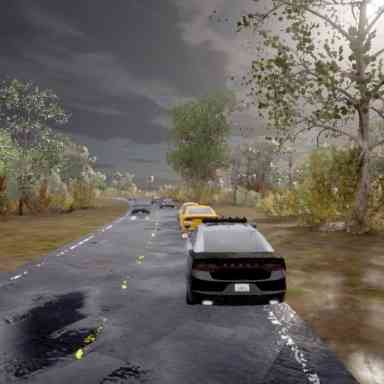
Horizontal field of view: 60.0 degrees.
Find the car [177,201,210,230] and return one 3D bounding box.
[{"bbox_3d":[0.317,1.477,18.210,1.882,1.535,5.008,0,0,-4],"label":"car"}]

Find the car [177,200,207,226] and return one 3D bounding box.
[{"bbox_3d":[-0.135,1.453,24.431,1.801,1.575,5.366,0,0,-5],"label":"car"}]

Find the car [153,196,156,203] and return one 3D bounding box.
[{"bbox_3d":[-6.803,1.519,63.511,1.812,1.442,4.674,0,0,-12],"label":"car"}]

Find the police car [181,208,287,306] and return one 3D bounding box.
[{"bbox_3d":[0.776,1.425,8.251,1.930,1.638,5.238,0,0,-2],"label":"police car"}]

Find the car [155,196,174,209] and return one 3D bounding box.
[{"bbox_3d":[-3.567,1.543,46.150,2.033,1.411,5.357,0,0,-9],"label":"car"}]

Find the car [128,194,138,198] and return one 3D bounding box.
[{"bbox_3d":[-14.118,1.345,79.991,2.097,1.767,4.553,0,0,-16],"label":"car"}]

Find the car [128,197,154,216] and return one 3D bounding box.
[{"bbox_3d":[-5.055,1.545,33.268,2.033,1.411,5.357,0,0,-7],"label":"car"}]
